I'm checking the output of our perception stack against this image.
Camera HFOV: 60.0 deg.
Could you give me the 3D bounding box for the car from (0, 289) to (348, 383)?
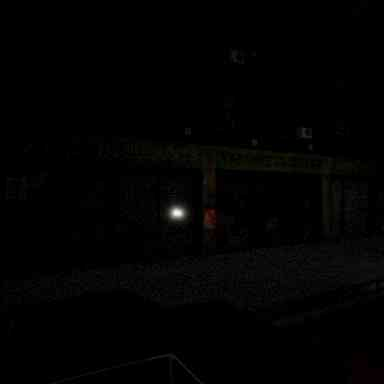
[{"bbox_3d":[-1.109,1.600,2.409,4.718,1.301,1.895,0,0,-31],"label":"car"}]
